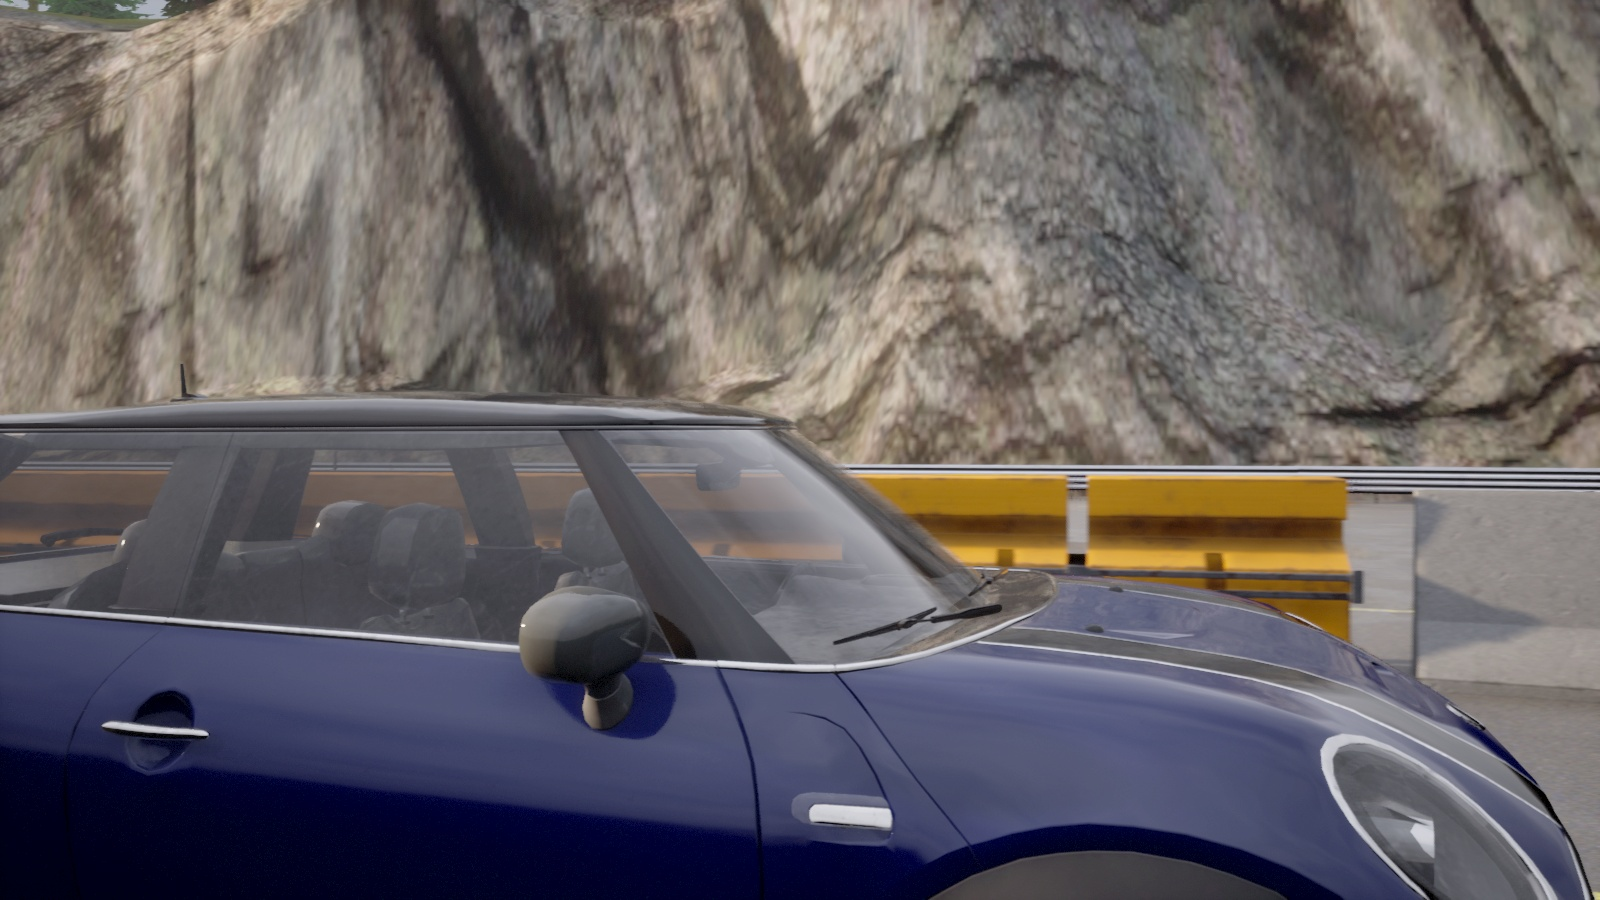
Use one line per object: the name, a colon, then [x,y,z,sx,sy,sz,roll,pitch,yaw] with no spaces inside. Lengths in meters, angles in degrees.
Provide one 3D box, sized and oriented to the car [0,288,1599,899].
car: [-0.478,0.628,3.350,4.553,1.767,2.097,1,1,18]
